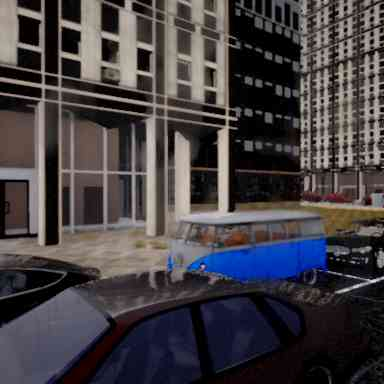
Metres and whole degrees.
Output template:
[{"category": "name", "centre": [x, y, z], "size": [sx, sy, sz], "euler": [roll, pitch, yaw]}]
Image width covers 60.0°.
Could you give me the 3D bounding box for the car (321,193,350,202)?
[{"category": "car", "centre": [24.394, 0.946, 56.753], "size": [1.802, 1.307, 4.206], "euler": [1, 0, -36]}]

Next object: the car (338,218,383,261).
[{"category": "car", "centre": [5.934, 1.541, 10.798], "size": [4.403, 1.369, 2.008], "euler": [0, 0, -36]}]

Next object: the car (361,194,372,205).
[{"category": "car", "centre": [24.124, 1.037, 42.759], "size": [1.967, 1.590, 4.097], "euler": [1, 0, -36]}]

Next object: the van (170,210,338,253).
[{"category": "van", "centre": [1.336, 1.336, 7.516], "size": [3.998, 1.788, 1.690], "euler": [0, 0, -36]}]

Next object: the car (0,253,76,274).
[{"category": "car", "centre": [-3.260, 1.567, 4.233], "size": [4.313, 1.339, 1.947], "euler": [0, 0, -36]}]

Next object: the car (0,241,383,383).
[{"category": "car", "centre": [-0.444, 1.546, 3.063], "size": [5.357, 1.411, 2.033], "euler": [0, 0, -36]}]

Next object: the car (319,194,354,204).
[{"category": "car", "centre": [20.871, 1.072, 47.289], "size": [1.802, 1.307, 4.206], "euler": [1, 0, -36]}]

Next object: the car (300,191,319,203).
[{"category": "car", "centre": [17.628, 0.698, 51.817], "size": [2.192, 1.841, 5.009], "euler": [1, 0, -36]}]
